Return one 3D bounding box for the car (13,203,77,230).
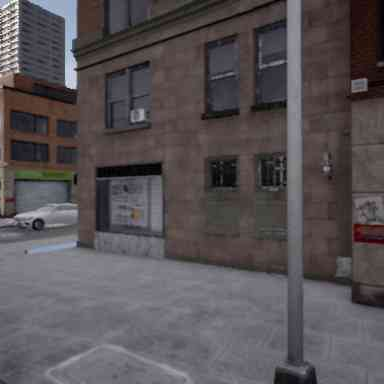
[{"bbox_3d":[-8.418,1.421,20.397,1.812,1.442,4.674,0,0,35],"label":"car"}]
